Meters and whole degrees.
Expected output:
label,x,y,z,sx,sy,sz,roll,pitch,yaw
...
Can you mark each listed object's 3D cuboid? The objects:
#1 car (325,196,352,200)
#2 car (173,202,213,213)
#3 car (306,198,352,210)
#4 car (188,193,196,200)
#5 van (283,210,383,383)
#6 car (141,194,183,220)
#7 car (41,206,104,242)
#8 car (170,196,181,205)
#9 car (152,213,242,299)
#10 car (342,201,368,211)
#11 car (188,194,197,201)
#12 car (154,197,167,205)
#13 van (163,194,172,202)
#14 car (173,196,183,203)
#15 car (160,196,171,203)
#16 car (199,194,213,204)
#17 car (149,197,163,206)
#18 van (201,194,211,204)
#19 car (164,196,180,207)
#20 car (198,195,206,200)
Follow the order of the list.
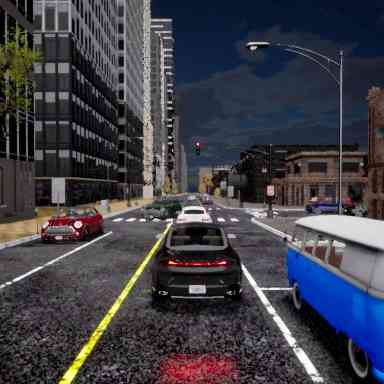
label,x,y,z,sx,sy,sz,roll,pitch,yaw
car,16.563,1.411,39.441,5.009,1.841,2.192,1,0,1
car,0.111,1.520,18.770,1.812,1.442,4.674,0,0,0
car,14.850,1.684,36.880,4.181,1.385,1.994,0,1,1
car,0.085,1.257,91.058,2.097,1.767,4.553,0,0,0
van,2.680,1.340,5.122,1.690,1.788,3.998,-1,0,0
car,-2.451,1.344,27.746,2.097,1.767,4.553,0,0,18
car,-5.688,1.435,16.214,1.967,1.590,4.097,-1,0,0
car,-3.011,1.511,61.150,1.812,1.442,4.674,0,0,0
car,0.105,1.502,8.414,1.837,1.490,4.892,0,0,0
car,16.446,1.793,31.065,4.313,1.339,1.947,1,0,1
car,0.075,1.504,81.055,1.812,1.442,4.674,0,0,0
car,-5.613,1.551,59.805,1.947,1.339,4.313,-1,0,0
van,-5.600,1.323,76.738,1.690,1.788,3.998,-1,0,0
car,-2.933,1.536,71.094,1.994,1.385,4.181,0,0,0
car,-5.602,1.549,71.094,1.947,1.339,4.313,-1,0,0
car,2.733,1.425,59.743,1.967,1.590,4.097,-1,0,0
car,-5.789,1.512,53.992,1.752,1.417,4.829,-1,0,0
van,2.736,1.325,65.387,1.690,1.788,3.998,-1,0,0
car,-3.042,1.478,52.082,2.128,1.511,4.902,0,0,0
car,2.766,1.531,93.607,2.008,1.369,4.403,-1,0,0
